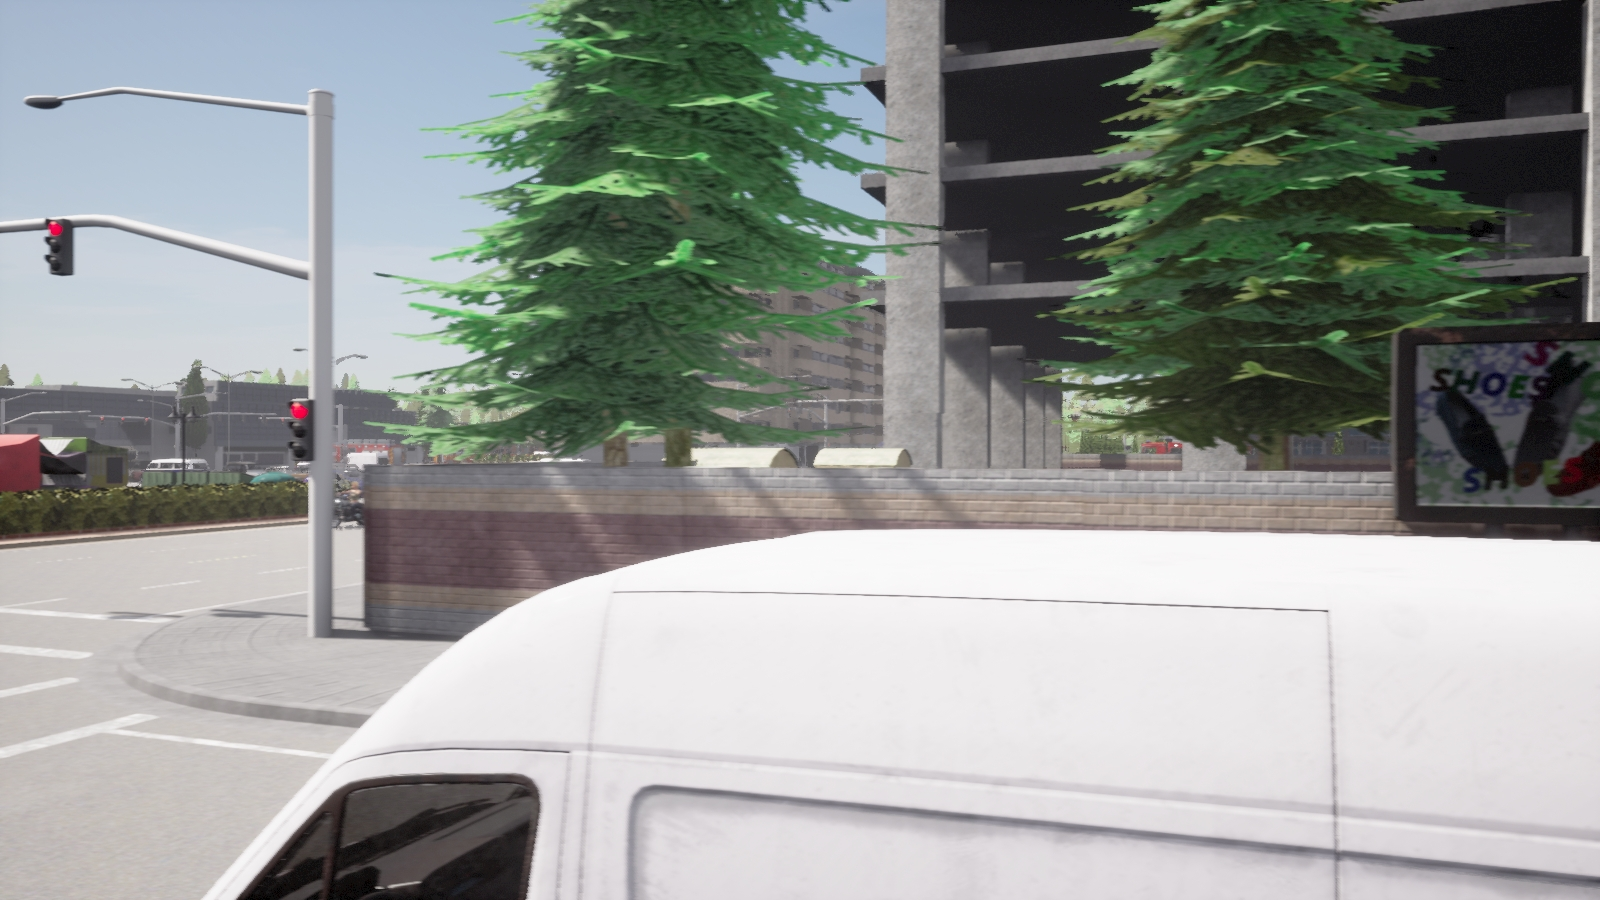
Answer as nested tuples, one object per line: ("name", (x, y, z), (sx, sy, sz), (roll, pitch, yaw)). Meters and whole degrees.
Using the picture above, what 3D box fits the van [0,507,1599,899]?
("van", (0.342, 1.534, 3.180), (5.915, 2.561, 1.988), (0, 0, 20))

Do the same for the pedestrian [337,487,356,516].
("pedestrian", (-17.896, 2.019, 45.059), (0.500, 1.100, 0.500), (0, 0, 18))
